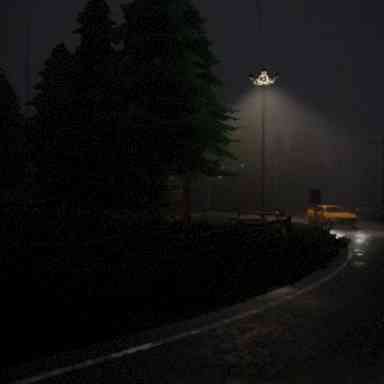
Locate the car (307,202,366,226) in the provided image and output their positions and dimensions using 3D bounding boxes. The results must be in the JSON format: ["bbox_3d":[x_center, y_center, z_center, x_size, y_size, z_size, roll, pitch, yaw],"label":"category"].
[{"bbox_3d":[10.015,1.714,23.995,1.882,1.535,5.008,0,-1,-3],"label":"car"}]

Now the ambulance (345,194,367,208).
[{"bbox_3d":[30.308,1.556,61.453,2.351,2.431,6.366,0,0,8],"label":"ambulance"}]
